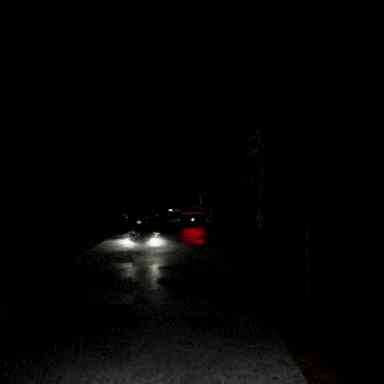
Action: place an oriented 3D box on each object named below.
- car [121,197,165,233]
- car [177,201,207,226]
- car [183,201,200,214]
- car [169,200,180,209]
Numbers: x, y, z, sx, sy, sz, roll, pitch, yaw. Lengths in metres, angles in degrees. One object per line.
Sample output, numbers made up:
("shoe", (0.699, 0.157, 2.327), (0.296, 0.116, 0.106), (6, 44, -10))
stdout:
("car", (-2.899, 1.317, 20.929), (2.150, 2.045, 5.566), (0, -1, 0))
("car", (0.045, 1.648, 24.793), (1.837, 1.490, 4.892), (0, -1, 0))
("car", (-0.049, 1.934, 42.780), (2.128, 1.511, 4.902), (0, -1, 0))
("car", (-3.083, 2.285, 61.735), (2.097, 1.767, 4.553), (0, -2, 0))
